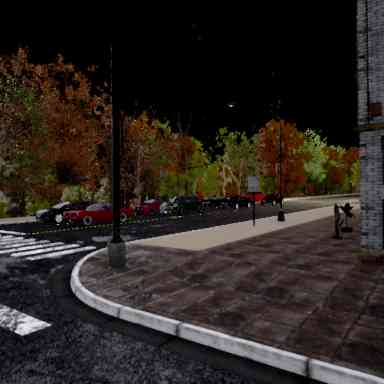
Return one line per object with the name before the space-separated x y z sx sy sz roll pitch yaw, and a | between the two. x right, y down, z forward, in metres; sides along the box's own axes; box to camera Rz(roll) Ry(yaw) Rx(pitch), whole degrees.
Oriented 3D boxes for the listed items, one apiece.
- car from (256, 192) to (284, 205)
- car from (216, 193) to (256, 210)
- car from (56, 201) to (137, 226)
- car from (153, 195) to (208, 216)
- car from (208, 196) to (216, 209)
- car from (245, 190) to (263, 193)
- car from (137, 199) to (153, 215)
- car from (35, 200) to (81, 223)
car | 11.129 1.058 46.102 1.837 1.490 4.892 -1 0 37
car | 5.068 1.163 37.929 1.837 1.490 4.892 -1 0 36
car | -6.297 1.455 22.481 1.895 1.301 4.718 -1 0 36
car | -0.905 1.113 29.821 2.097 1.767 4.553 -1 0 36
car | 2.532 1.191 39.968 2.128 1.511 4.902 -1 0 36
car | 8.727 0.813 48.320 2.150 2.045 5.566 -1 0 37
car | -3.648 1.370 31.572 1.994 1.385 4.181 -1 0 36
car | -8.926 1.402 24.399 1.837 1.490 4.892 -1 0 36
